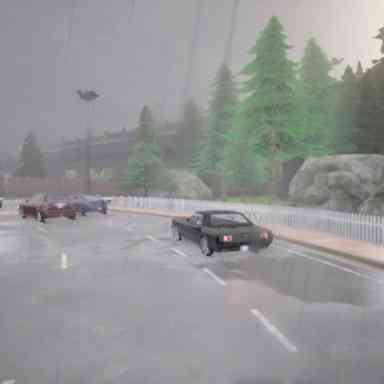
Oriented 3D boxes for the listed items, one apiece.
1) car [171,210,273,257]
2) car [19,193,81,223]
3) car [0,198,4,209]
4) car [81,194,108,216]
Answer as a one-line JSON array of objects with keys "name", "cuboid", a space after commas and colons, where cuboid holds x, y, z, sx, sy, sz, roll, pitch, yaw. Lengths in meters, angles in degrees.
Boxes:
[{"name": "car", "cuboid": [0.758, 1.294, 11.760, 1.895, 1.301, 4.718, -1, 2, -21]}, {"name": "car", "cuboid": [-9.140, 0.822, 20.853, 2.097, 1.767, 4.553, -1, 2, -44]}, {"name": "car", "cuboid": [-18.533, 0.793, 29.592, 4.674, 1.442, 1.812, 1, 2, 36]}, {"name": "car", "cuboid": [-7.836, 0.905, 24.262, 1.812, 1.442, 4.674, -1, 2, -43]}]
